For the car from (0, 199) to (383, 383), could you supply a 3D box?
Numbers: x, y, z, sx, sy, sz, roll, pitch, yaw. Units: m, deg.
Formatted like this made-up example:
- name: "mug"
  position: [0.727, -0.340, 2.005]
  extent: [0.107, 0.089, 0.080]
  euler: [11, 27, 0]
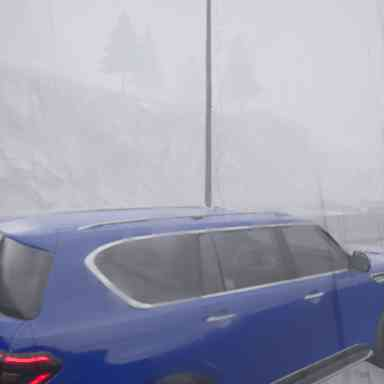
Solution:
- name: "car"
  position: [0.513, 1.200, 4.006]
  extent: [5.566, 2.045, 2.150]
  euler: [-1, 1, -34]

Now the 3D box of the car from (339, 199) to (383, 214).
- name: "car"
  position: [16.885, 1.391, 32.922]
  extent: [4.181, 1.385, 1.994]
  euler: [0, 0, -23]

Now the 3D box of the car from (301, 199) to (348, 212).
- name: "car"
  position: [14.147, 1.409, 35.574]
  extent: [4.718, 1.301, 1.895]
  euler: [0, 0, -24]
